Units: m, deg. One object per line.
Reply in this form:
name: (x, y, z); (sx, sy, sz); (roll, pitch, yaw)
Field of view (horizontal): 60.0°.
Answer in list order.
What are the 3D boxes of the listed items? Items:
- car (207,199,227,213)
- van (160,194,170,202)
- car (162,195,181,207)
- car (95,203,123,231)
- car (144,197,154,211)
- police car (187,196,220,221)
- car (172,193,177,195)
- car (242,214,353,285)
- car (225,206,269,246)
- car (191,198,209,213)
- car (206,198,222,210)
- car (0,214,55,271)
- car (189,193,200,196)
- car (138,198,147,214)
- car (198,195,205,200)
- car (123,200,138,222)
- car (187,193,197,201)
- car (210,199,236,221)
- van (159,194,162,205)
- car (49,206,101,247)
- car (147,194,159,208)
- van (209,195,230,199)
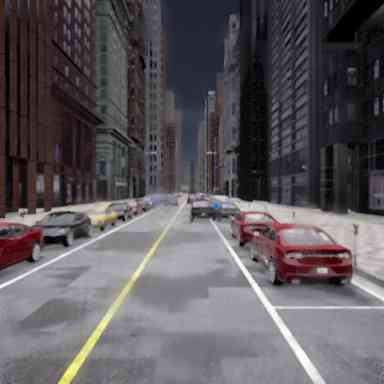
car: (2.758, 1.502, 37.463); (2.008, 1.369, 4.403); (0, 0, 0)
van: (-5.770, 1.277, 71.264); (1.690, 1.788, 3.998); (0, 0, 0)
car: (-3.077, 1.508, 49.412); (1.994, 1.385, 4.181); (0, 0, 0)
car: (-5.765, 1.495, 20.366); (1.752, 1.417, 4.829); (0, 0, 0)
car: (-5.767, 1.518, 37.446); (1.947, 1.339, 4.313); (0, 0, 0)
police car: (0.774, 1.389, 26.659); (1.930, 1.638, 5.238); (0, 0, -2)
car: (-5.770, 1.481, 88.175); (1.887, 1.381, 4.507); (0, 0, 0)
car: (2.760, 1.530, 9.281); (1.887, 1.381, 4.507); (0, 0, 0)
car: (2.760, 1.521, 14.918); (1.887, 1.381, 4.507); (0, 0, 0)
car: (0.835, 1.458, 36.575); (1.837, 1.490, 4.892); (0, 0, 0)
car: (2.758, 1.529, 43.099); (1.802, 1.307, 4.206); (0, 0, 0)
car: (-5.765, 1.530, 9.263); (1.887, 1.381, 4.507); (0, 0, 0)
car: (-0.004, 1.415, 62.650); (1.882, 1.535, 5.008); (0, 0, 0)
car: (-5.766, 1.539, 31.810); (1.802, 1.307, 4.206); (0, 0, 0)
car: (2.754, 1.464, 93.995); (1.752, 1.417, 4.829); (0, 0, 0)
car: (-5.766, 1.528, 26.172); (1.947, 1.339, 4.313); (0, 0, 0)
car: (-0.005, 1.196, 77.620); (2.097, 1.767, 4.553); (0, 0, 0)
car: (2.759, 1.513, 26.190); (2.008, 1.369, 4.403); (0, 0, 0)
van: (-5.768, 1.285, 48.719); (1.690, 1.788, 3.998); (0, 0, 0)
car: (-5.765, 1.543, 14.900); (1.947, 1.339, 4.313); (0, 0, 0)
car: (-5.767, 1.388, 43.083); (1.967, 1.590, 4.097); (0, 0, 0)
van: (2.758, 1.298, 31.826); (1.690, 1.788, 3.998); (0, 0, 0)
